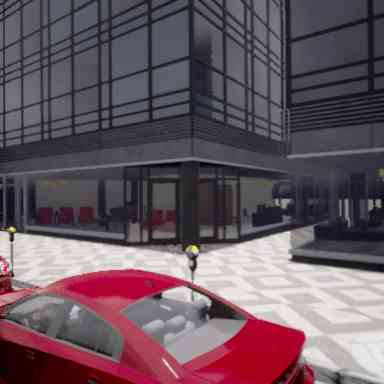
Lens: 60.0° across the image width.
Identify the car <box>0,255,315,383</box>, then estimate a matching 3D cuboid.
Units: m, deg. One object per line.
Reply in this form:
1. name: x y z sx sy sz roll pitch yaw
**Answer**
1. car: -1.032 1.567 3.704 4.507 1.381 1.887 -1 -1 36
